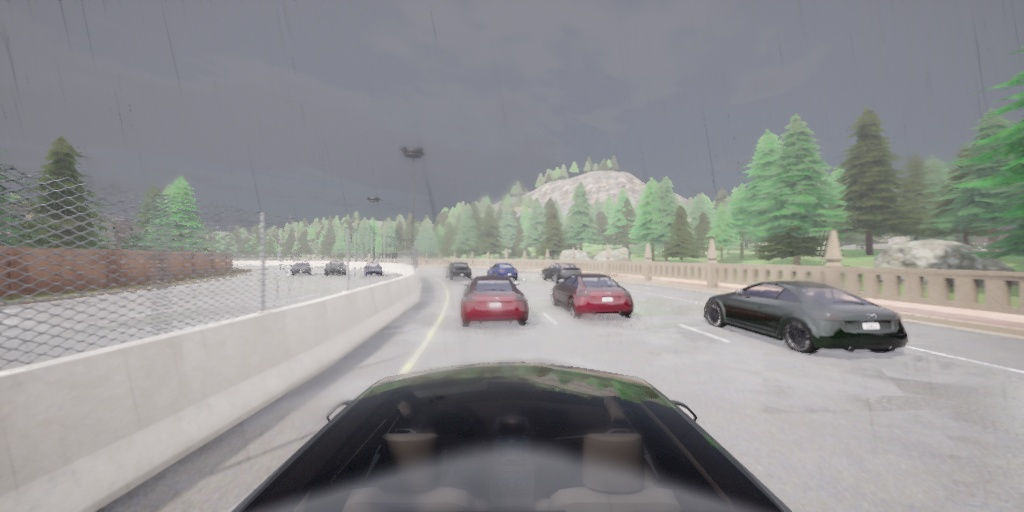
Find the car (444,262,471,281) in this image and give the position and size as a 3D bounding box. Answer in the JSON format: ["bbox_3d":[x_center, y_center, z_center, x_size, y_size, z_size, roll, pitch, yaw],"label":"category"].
[{"bbox_3d":[-4.749,1.310,31.517,1.837,1.490,4.892,0,0,-17],"label":"car"}]

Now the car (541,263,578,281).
[{"bbox_3d":[3.689,1.256,27.256,2.128,1.511,4.902,0,0,-14],"label":"car"}]

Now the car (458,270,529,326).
[{"bbox_3d":[-0.652,1.329,11.842,1.994,1.385,4.181,0,0,-6],"label":"car"}]

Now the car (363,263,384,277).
[{"bbox_3d":[-14.507,1.401,37.545,2.033,1.411,5.357,0,0,-23],"label":"car"}]

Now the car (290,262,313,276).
[{"bbox_3d":[-23.202,1.397,39.696,1.837,1.490,4.892,0,0,-27],"label":"car"}]

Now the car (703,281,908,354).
[{"bbox_3d":[6.652,1.295,8.770,1.994,1.385,4.181,0,0,-4],"label":"car"}]

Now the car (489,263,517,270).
[{"bbox_3d":[-0.822,1.313,30.559,1.812,1.442,4.674,0,0,-16],"label":"car"}]

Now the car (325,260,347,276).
[{"bbox_3d":[-18.772,1.224,38.432,2.097,1.767,4.553,0,0,-24],"label":"car"}]

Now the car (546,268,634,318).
[{"bbox_3d":[2.740,1.316,13.038,1.994,1.385,4.181,0,0,-6],"label":"car"}]
